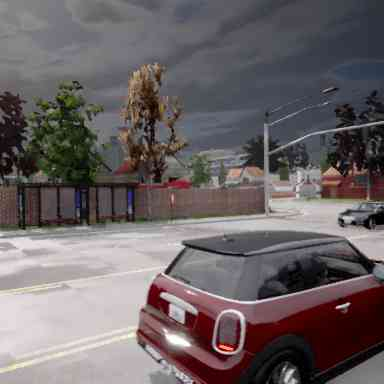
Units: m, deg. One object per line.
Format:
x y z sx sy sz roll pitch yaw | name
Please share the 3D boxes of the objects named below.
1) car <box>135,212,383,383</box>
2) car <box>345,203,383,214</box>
1.567 1.349 4.871 4.553 1.767 2.097 0 0 -35 | car
10.826 1.409 20.256 4.902 1.511 2.128 0 0 -35 | car
